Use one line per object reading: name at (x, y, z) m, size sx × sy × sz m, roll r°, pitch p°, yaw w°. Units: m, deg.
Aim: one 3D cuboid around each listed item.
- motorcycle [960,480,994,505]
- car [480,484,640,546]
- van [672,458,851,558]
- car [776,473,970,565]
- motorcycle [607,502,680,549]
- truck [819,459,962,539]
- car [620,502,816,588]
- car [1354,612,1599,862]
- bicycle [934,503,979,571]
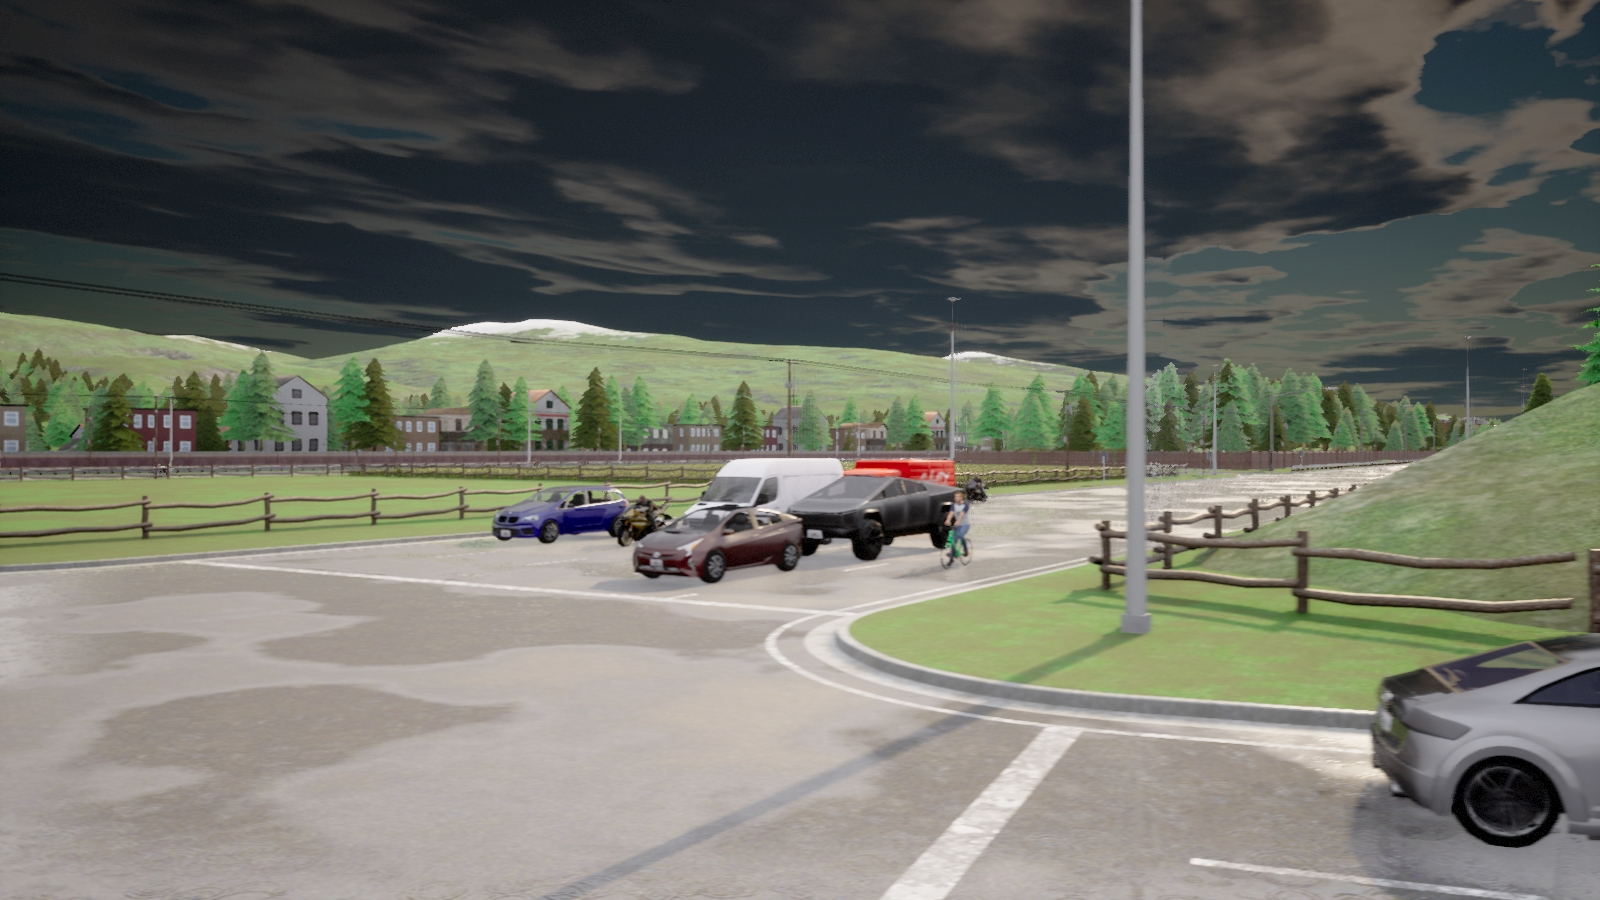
motorcycle at (9.218, 2.201, 59.580) m, size 0.867 × 1.251 × 2.209 m, roll 0°, pitch 0°, yaw 35°
car at (-7.418, 1.958, 35.780) m, size 2.242 × 1.667 × 4.611 m, roll 0°, pitch 0°, yaw 35°
van at (-0.955, 1.529, 32.819) m, size 1.988 × 2.561 × 5.915 m, roll 0°, pitch 0°, yaw 35°
car at (2.153, 1.750, 31.147) m, size 2.390 × 2.098 × 6.274 m, roll 0°, pitch 0°, yaw 35°
motorcycle at (-4.604, 2.197, 33.699) m, size 0.867 × 1.251 × 2.209 m, roll 0°, pitch 0°, yaw 35°
truck at (3.175, 1.562, 38.895) m, size 2.627 × 2.467 × 5.204 m, roll 0°, pitch 0°, yaw 34°
car at (-1.717, 2.035, 25.581) m, size 2.007 × 1.525 × 4.514 m, roll 0°, pitch 0°, yaw 34°
car at (6.578, 2.121, 8.494) m, size 4.181 × 1.385 × 1.994 m, roll 0°, pitch 0°, yaw 17°
bicycle at (3.751, 2.054, 27.322) m, size 0.373 × 1.496 × 1.643 m, roll 0°, pitch 0°, yaw 35°
